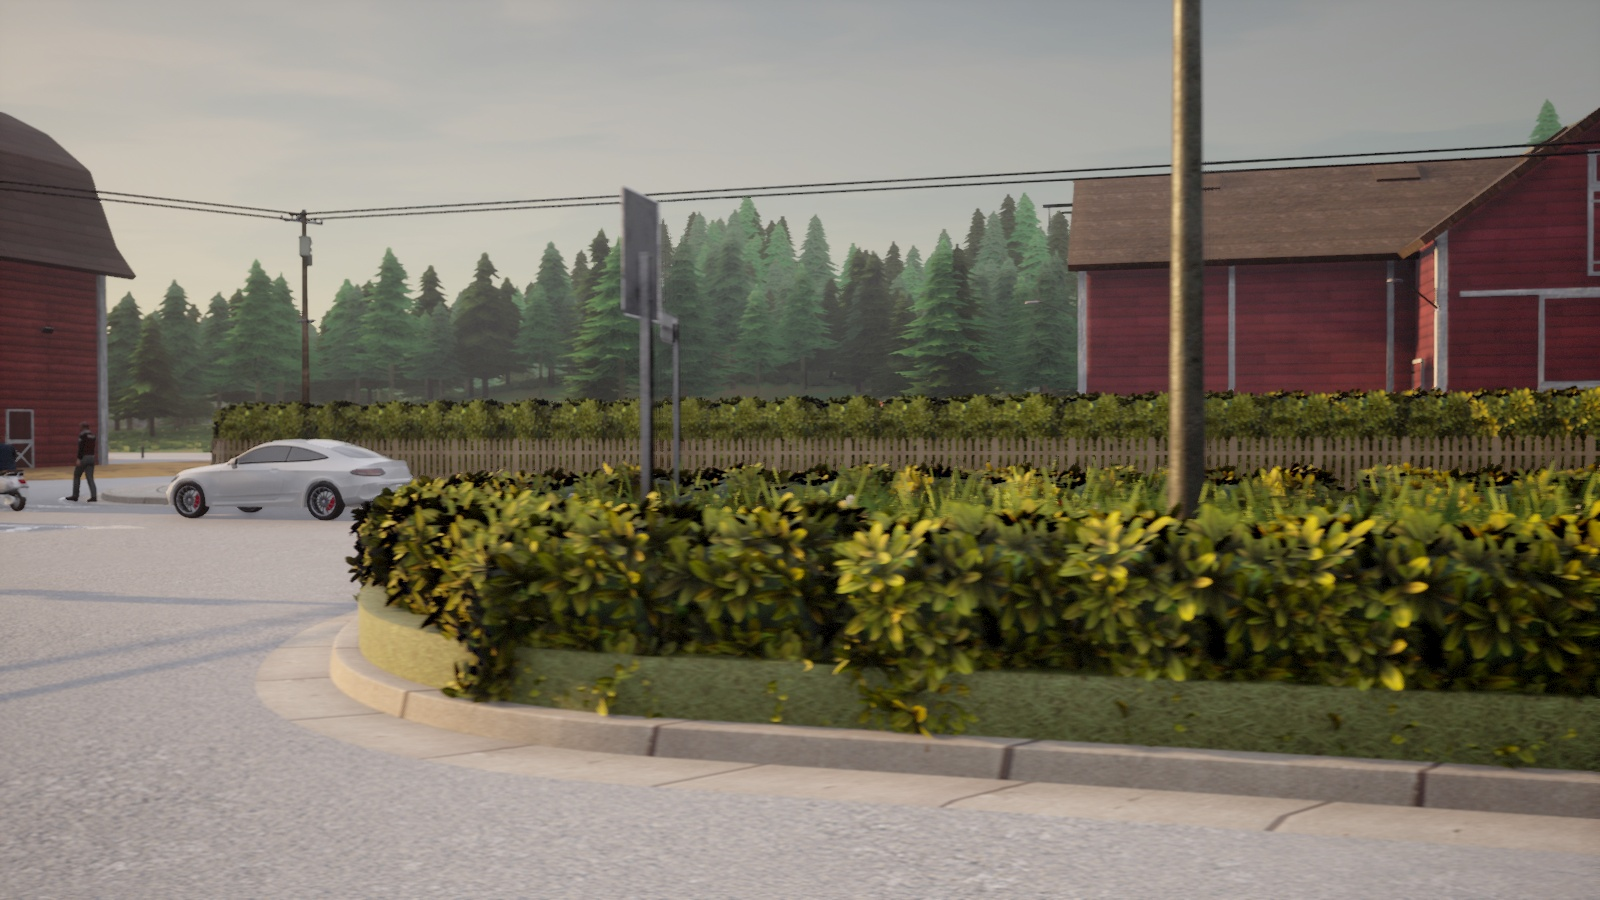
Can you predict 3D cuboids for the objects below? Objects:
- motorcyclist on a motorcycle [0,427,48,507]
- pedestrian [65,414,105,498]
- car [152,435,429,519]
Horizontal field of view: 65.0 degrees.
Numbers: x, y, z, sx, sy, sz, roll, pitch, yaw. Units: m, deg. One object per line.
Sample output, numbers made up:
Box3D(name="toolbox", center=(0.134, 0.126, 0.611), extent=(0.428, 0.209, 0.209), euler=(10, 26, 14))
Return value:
Box3D(name="motorcyclist on a motorcycle", center=(-16.419, 0.332, 25.704), extent=(1.817, 1.590, 0.866), euler=(1, 1, 24))
Box3D(name="pedestrian", center=(-15.856, 0.133, 27.853), extent=(0.720, 1.854, 0.376), euler=(0, 1, 15))
Box3D(name="car", center=(-9.527, 0.460, 23.560), extent=(4.674, 1.442, 1.812), euler=(0, 1, 15))
